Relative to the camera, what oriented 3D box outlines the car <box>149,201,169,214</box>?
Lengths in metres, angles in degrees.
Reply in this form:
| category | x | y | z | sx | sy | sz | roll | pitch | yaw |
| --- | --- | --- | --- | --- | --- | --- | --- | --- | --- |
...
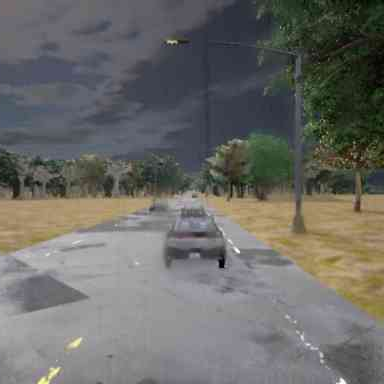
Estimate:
| category | x | y | z | sx | sy | sz | roll | pitch | yaw |
| --- | --- | --- | --- | --- | --- | --- | --- | --- | --- |
| car | -3.592 | 1.681 | 36.683 | 1.895 | 1.301 | 4.718 | 0 | 0 | 0 |

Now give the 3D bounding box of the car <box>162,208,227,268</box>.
| category | x | y | z | sx | sy | sz | roll | pitch | yaw |
| --- | --- | --- | --- | --- | --- | --- | --- | --- | --- |
| car | 0.087 | 1.518 | 11.407 | 2.128 | 1.511 | 4.902 | 0 | 0 | 0 |

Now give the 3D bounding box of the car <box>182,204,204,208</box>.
| category | x | y | z | sx | sy | sz | roll | pitch | yaw |
| --- | --- | --- | --- | --- | --- | --- | --- | --- | --- |
| car | 0.095 | 1.664 | 28.330 | 1.895 | 1.301 | 4.718 | 0 | 0 | 0 |

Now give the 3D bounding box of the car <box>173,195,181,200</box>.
| category | x | y | z | sx | sy | sz | roll | pitch | yaw |
| --- | --- | --- | --- | --- | --- | --- | --- | --- | --- |
| car | -3.489 | 1.357 | 77.966 | 1.882 | 1.535 | 5.008 | 0 | 0 | 0 |
